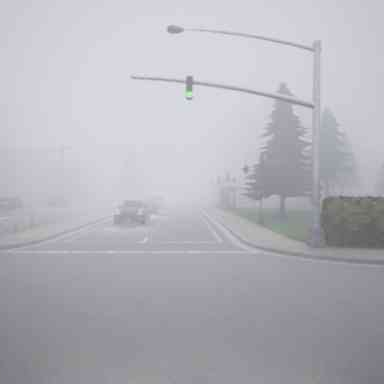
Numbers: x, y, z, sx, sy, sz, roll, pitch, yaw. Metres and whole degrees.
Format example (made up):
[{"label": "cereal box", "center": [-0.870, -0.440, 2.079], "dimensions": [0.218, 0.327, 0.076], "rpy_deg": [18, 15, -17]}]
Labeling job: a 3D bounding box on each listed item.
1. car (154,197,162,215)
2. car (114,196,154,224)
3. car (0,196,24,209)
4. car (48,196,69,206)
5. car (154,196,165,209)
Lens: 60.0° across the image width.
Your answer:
[{"label": "car", "center": [-4.498, 1.557, 34.129], "dimensions": [1.994, 1.385, 4.181], "rpy_deg": [0, 0, -1]}, {"label": "car", "center": [-4.255, 1.339, 24.238], "dimensions": [2.097, 1.767, 4.553], "rpy_deg": [0, 0, -1]}, {"label": "car", "center": [-21.548, 1.259, 39.087], "dimensions": [1.970, 1.475, 3.806], "rpy_deg": [0, 0, -1]}, {"label": "car", "center": [-18.683, 1.274, 46.553], "dimensions": [1.845, 1.501, 3.633], "rpy_deg": [0, 0, -1]}, {"label": "car", "center": [-4.722, 1.351, 44.379], "dimensions": [2.097, 1.767, 4.553], "rpy_deg": [0, 0, -1]}]
